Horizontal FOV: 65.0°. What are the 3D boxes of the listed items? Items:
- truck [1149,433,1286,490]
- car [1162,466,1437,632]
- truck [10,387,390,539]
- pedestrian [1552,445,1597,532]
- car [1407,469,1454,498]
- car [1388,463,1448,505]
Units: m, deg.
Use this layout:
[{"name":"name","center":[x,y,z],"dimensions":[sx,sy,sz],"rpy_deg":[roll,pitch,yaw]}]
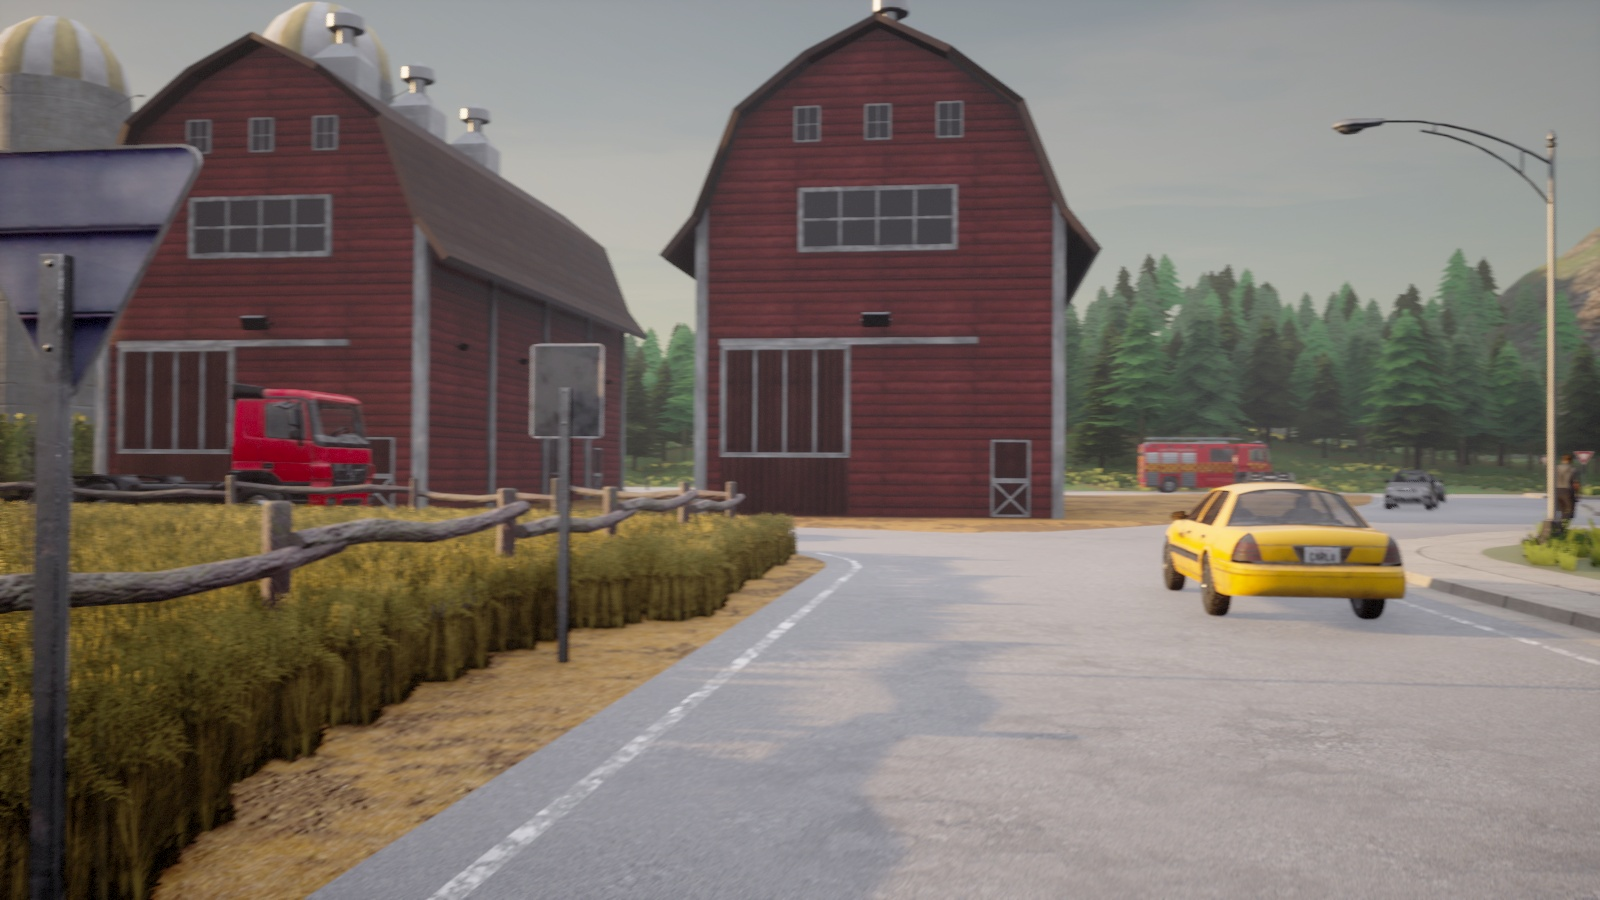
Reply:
[{"name":"truck","center":[28.330,0.816,85.624],"dimensions":[8.468,3.827,2.891],"rpy_deg":[0,-1,9]},{"name":"car","center":[5.552,0.978,14.737],"dimensions":[1.801,1.575,5.366],"rpy_deg":[0,-1,8]},{"name":"truck","center":[-14.383,0.326,30.443],"dimensions":[7.936,3.462,2.891],"rpy_deg":[0,-1,5]},{"name":"pedestrian","center":[16.594,0.821,26.907],"dimensions":[0.694,1.848,0.540],"rpy_deg":[0,-1,-32]},{"name":"car","center":[31.323,1.638,62.484],"dimensions":[1.994,1.385,4.181],"rpy_deg":[-1,-1,25]},{"name":"car","center":[25.034,1.349,50.800],"dimensions":[1.851,1.617,3.988],"rpy_deg":[-1,-1,31]}]
